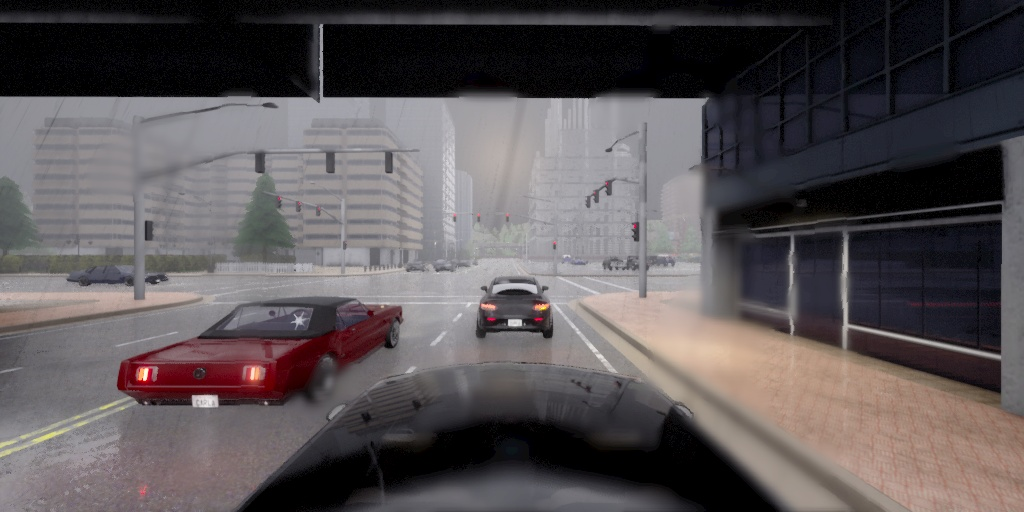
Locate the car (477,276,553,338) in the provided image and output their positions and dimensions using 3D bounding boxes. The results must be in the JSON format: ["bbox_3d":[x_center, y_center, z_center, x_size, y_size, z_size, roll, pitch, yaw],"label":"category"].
[{"bbox_3d":[0.074,1.275,10.027,1.812,1.442,4.674,0,0,0],"label":"car"}]

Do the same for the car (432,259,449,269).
[{"bbox_3d":[-11.665,1.274,58.795,1.812,1.442,4.674,0,0,0],"label":"car"}]

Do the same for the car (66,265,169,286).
[{"bbox_3d":[-26.671,1.296,24.318,5.357,1.411,2.033,0,0,0],"label":"car"}]

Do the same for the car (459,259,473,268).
[{"bbox_3d":[-8.167,1.349,59.386,1.895,1.301,4.718,0,0,0],"label":"car"}]

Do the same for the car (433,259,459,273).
[{"bbox_3d":[-8.055,1.312,43.660,1.994,1.385,4.181,0,0,-1],"label":"car"}]

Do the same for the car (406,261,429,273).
[{"bbox_3d":[-11.555,1.313,43.866,1.994,1.385,4.181,0,0,0],"label":"car"}]

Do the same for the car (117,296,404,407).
[{"bbox_3d":[-3.439,1.351,6.262,1.895,1.301,4.718,0,0,0],"label":"car"}]
